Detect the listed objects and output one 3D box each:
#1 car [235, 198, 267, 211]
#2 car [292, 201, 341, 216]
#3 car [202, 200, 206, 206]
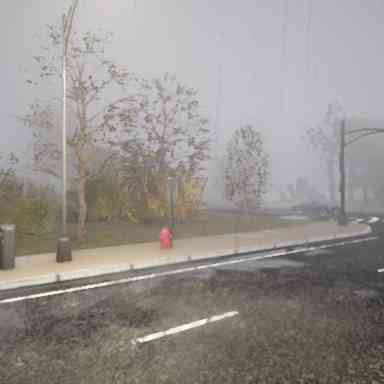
[{"bbox_3d":[7.149,1.498,40.436,2.128,1.511,4.902,0,-1,-26],"label":"car"},{"bbox_3d":[11.677,1.515,31.198,1.895,1.301,4.718,0,-1,-27],"label":"car"},{"bbox_3d":[0.848,1.691,53.375,1.994,1.385,4.181,0,0,-26],"label":"car"}]
